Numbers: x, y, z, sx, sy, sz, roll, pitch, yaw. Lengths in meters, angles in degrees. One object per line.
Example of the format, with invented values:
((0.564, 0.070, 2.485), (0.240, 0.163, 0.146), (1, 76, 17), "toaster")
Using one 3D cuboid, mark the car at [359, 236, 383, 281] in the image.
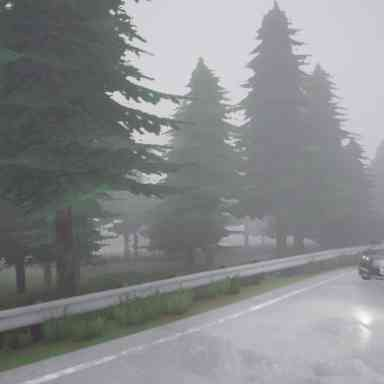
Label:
((6.822, 1.896, 10.172), (4.902, 1.511, 2.128), (3, -3, -42), "car")
